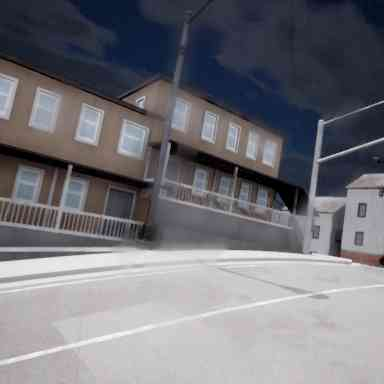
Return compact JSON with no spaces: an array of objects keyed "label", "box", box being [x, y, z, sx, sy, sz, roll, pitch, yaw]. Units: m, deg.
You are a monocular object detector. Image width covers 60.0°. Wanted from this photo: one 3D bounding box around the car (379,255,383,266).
[{"label":"car","box":[16.159,5.174,23.736,1.837,1.490,4.892,17,-11,-43]}]
